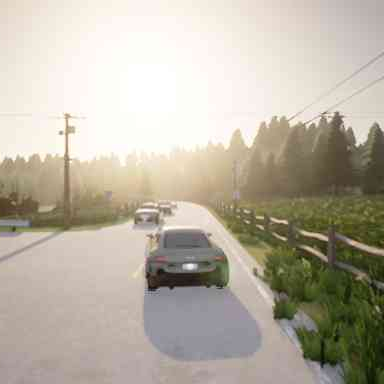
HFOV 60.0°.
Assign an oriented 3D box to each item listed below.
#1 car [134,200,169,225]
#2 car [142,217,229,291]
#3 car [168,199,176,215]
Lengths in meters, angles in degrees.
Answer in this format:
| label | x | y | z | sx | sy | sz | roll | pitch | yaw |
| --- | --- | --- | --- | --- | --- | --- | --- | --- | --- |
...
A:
| label | x | y | z | sx | sy | sz | roll | pitch | yaw |
| --- | --- | --- | --- | --- | --- | --- | --- | --- | --- |
| car | -3.295 | 1.667 | 26.063 | 2.128 | 1.511 | 4.902 | 0 | 0 | 1 |
| car | -0.317 | 1.628 | 9.329 | 1.994 | 1.385 | 4.181 | 0 | 0 | -8 |
| car | -3.176 | 1.727 | 37.019 | 1.882 | 1.535 | 5.008 | 0 | 0 | 0 |
